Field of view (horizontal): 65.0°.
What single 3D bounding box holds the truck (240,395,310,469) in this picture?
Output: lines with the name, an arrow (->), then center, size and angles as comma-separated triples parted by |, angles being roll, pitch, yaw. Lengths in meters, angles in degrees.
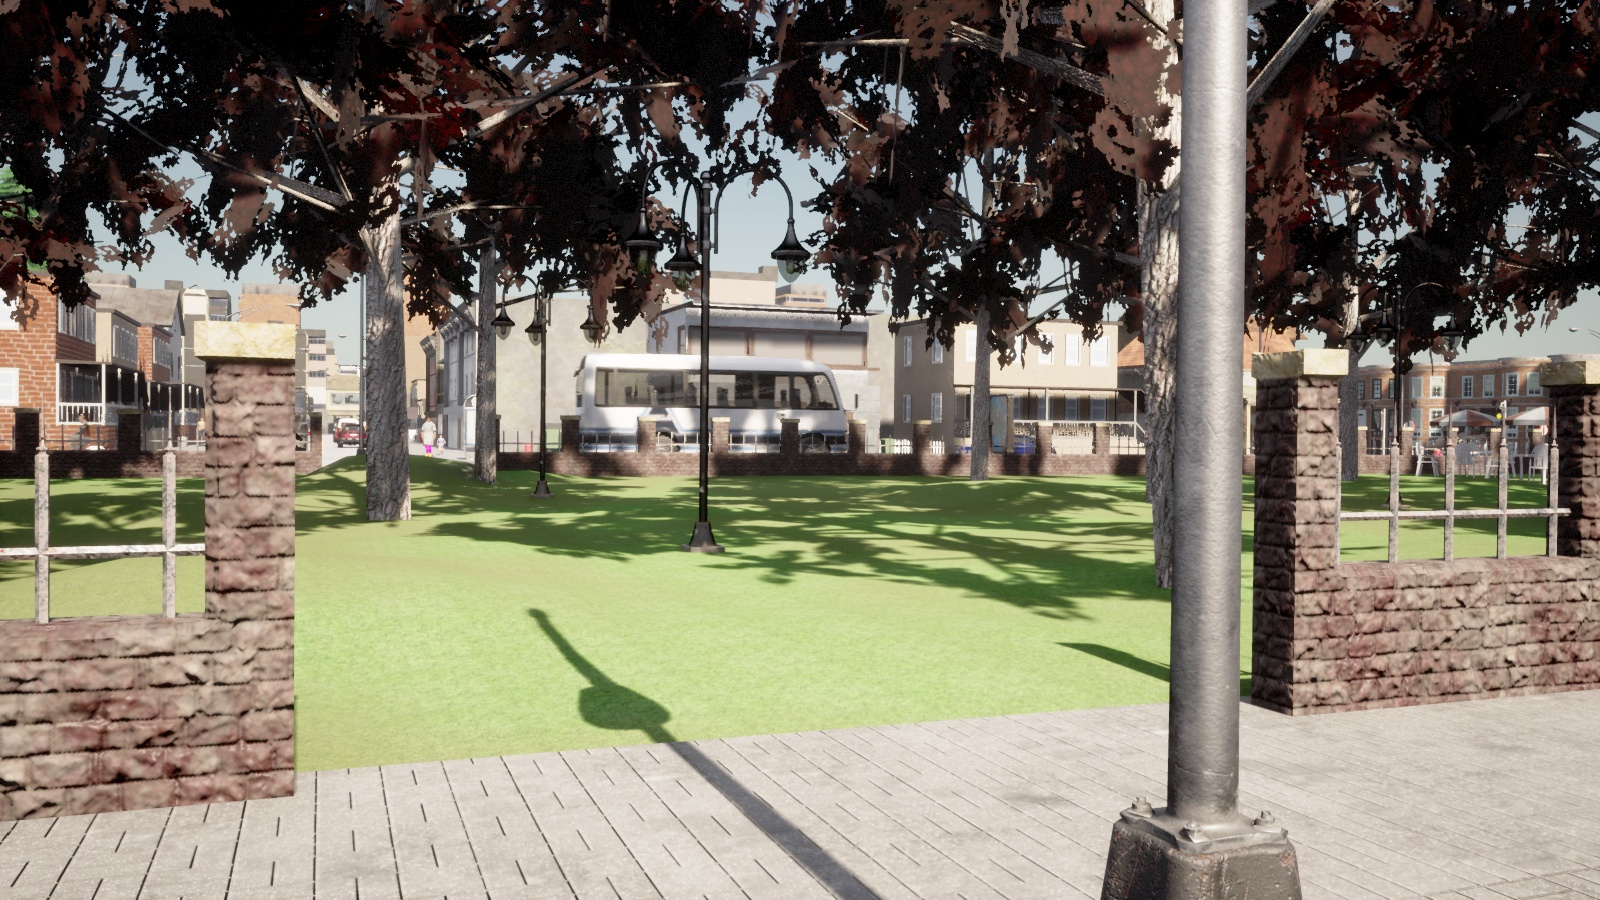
truck -> -26.193, -0.925, 62.937 | 2.891, 3.462, 7.936 | -1, 1, -21

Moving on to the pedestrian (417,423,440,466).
pedestrian -> -17.085, -0.247, 57.762 | 0.659, 1.952, 0.873 | 0, 1, 9

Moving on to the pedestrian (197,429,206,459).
pedestrian -> -36.899, -0.354, 77.475 | 0.345, 1.836, 0.594 | -1, 1, -38

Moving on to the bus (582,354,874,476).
bus -> -2.772, -1.313, 46.977 | 10.273, 4.253, 3.944 | -1, 1, -15

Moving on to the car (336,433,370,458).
car -> -30.305, -0.329, 85.098 | 2.033, 1.649, 4.856 | -1, 1, -21

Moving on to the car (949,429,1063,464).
car -> 9.145, -0.181, 55.699 | 4.674, 1.442, 1.812 | -1, 1, -21

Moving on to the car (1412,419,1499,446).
car -> 41.793, -1.112, 80.165 | 2.242, 1.667, 4.611 | -1, 1, -21
